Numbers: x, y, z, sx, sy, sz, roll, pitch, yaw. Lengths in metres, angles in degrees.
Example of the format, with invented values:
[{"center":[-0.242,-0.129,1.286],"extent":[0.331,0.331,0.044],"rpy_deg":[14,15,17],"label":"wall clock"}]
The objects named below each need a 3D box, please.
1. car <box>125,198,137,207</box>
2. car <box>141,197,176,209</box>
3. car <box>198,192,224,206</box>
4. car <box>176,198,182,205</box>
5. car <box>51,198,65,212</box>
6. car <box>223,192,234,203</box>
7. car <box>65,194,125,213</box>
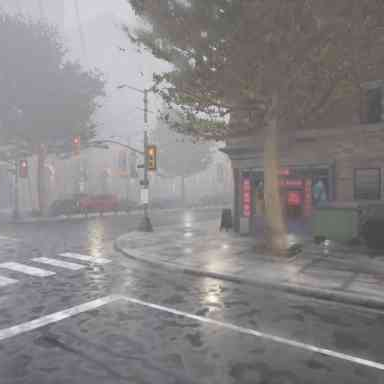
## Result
[{"center":[-10.209,1.595,47.930],"extent":[1.895,1.301,4.718],"rpy_deg":[0,0,36],"label":"car"},{"center":[-4.703,1.526,44.193],"extent":[1.812,1.442,4.674],"rpy_deg":[0,0,36],"label":"car"},{"center":[2.854,1.353,54.629],"extent":[2.097,1.767,4.553],"rpy_deg":[0,0,36],"label":"car"},{"center":[-3.637,1.491,51.641],"extent":[2.128,1.511,4.902],"rpy_deg":[0,0,36],"label":"car"},{"center":[-13.288,1.222,38.288],"extent":[2.150,2.045,5.566],"rpy_deg":[0,0,36],"label":"car"},{"center":[6.087,1.031,64.949],"extent":[2.150,2.045,5.566],"rpy_deg":[0,0,36],"label":"car"},{"center":[-10.451,1.221,36.239],"extent":[2.150,2.045,5.566],"rpy_deg":[0,0,36],"label":"car"}]
